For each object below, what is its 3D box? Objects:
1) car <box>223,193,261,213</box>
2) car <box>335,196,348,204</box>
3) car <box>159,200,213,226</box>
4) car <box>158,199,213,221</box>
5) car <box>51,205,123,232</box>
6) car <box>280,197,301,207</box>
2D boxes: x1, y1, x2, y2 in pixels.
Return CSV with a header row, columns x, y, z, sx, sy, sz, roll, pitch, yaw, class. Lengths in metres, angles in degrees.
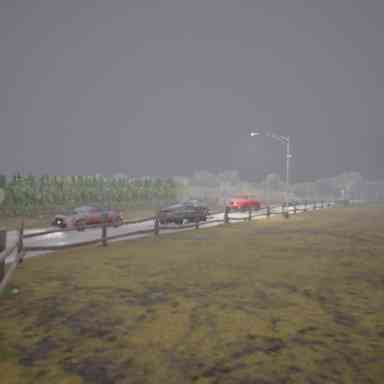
x,y,z,sx,sy,sz,roll,pitch,yaw,class
5.636,1.132,36.757,2.150,2.045,5.566,2,1,36,car
29.577,1.582,65.576,2.128,1.511,4.902,2,1,35,car
-0.366,1.513,23.279,1.837,1.490,4.892,2,1,36,car
-0.448,1.413,28.217,2.128,1.511,4.902,2,1,35,car
-6.227,1.497,20.100,1.994,1.385,4.181,2,1,35,car
14.692,1.460,49.372,1.837,1.490,4.892,2,1,35,car
